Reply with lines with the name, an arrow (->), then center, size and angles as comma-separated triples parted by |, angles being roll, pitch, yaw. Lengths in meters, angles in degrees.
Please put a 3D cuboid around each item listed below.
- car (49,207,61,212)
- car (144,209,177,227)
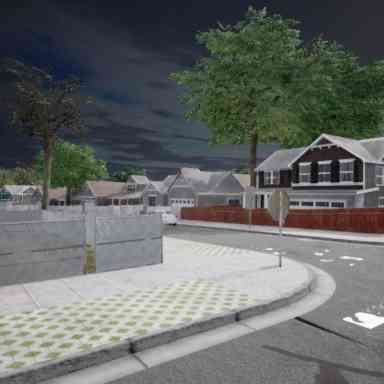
car -> -19.470, 2.808, 46.240 | 2.128, 1.511, 4.902 | 1, -2, -39
car -> -2.973, 2.205, 28.256 | 1.812, 1.442, 4.674 | 1, -2, -35
